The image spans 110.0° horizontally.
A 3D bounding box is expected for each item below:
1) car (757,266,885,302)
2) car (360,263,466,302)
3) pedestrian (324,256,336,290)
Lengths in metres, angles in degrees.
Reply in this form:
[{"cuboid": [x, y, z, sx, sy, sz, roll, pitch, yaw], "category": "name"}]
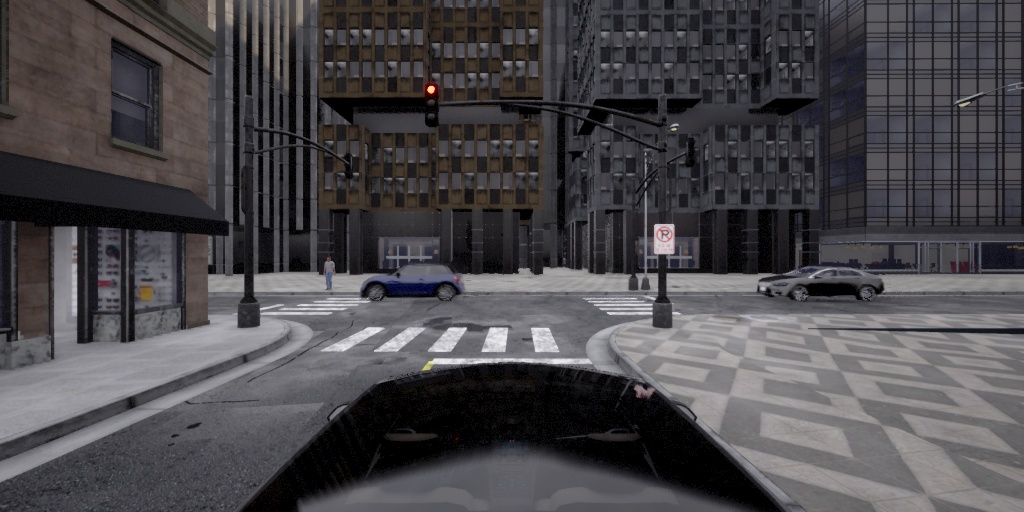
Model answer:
[{"cuboid": [13.870, 1.220, 16.280, 4.902, 1.511, 2.128, 0, 0, 0], "category": "car"}, {"cuboid": [-4.443, 1.105, 16.405, 4.553, 1.767, 2.097, 0, 0, 0], "category": "car"}, {"cuboid": [-9.929, 0.902, 19.476, 0.375, 1.860, 0.375, 0, 0, 0], "category": "pedestrian"}]
